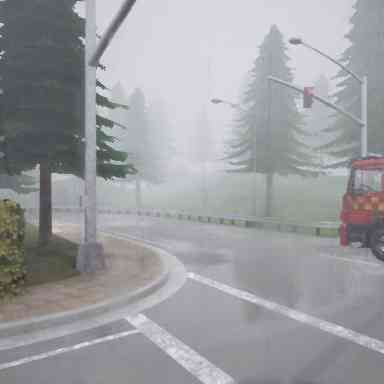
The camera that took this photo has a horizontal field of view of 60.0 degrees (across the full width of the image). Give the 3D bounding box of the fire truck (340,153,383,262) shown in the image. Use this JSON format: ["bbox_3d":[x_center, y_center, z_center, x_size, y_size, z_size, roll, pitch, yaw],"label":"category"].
[{"bbox_3d":[8.678,0.333,9.039,2.891,3.827,8.468,0,0,-35],"label":"fire truck"}]
